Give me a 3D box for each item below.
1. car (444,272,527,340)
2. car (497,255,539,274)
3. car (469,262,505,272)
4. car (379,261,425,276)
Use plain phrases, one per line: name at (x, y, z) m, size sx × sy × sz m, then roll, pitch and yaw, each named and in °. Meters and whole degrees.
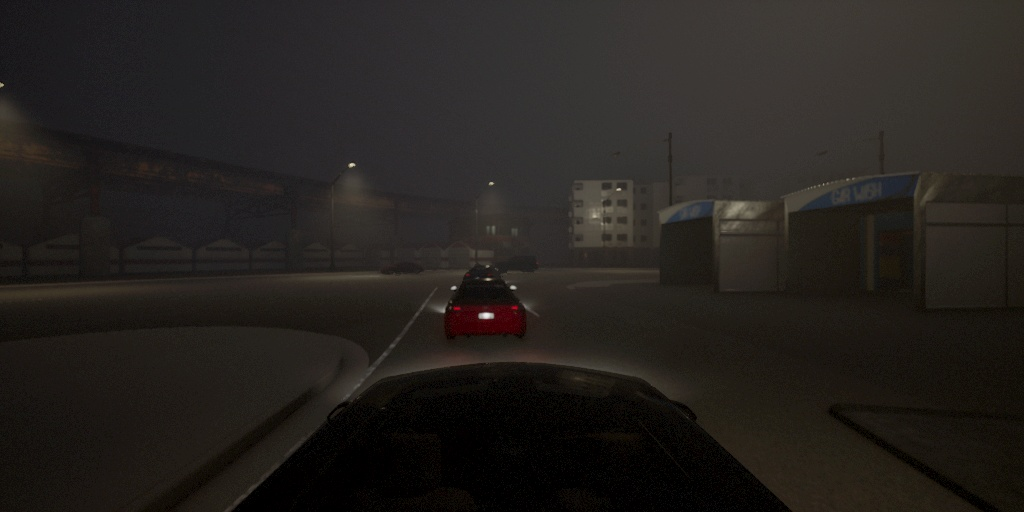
car at (-0.774, 1.311, 10.042) m, size 1.994 × 1.385 × 4.181 m, roll 0°, pitch 0°, yaw -6°
car at (0.279, 0.960, 40.376) m, size 5.566 × 2.045 × 2.150 m, roll 0°, pitch -1°, yaw -21°
car at (-1.894, 1.308, 24.161) m, size 1.994 × 1.385 × 4.181 m, roll 0°, pitch 0°, yaw 5°
car at (-11.535, 1.267, 37.607) m, size 4.674 × 1.442 × 1.812 m, roll 0°, pitch -1°, yaw -37°
